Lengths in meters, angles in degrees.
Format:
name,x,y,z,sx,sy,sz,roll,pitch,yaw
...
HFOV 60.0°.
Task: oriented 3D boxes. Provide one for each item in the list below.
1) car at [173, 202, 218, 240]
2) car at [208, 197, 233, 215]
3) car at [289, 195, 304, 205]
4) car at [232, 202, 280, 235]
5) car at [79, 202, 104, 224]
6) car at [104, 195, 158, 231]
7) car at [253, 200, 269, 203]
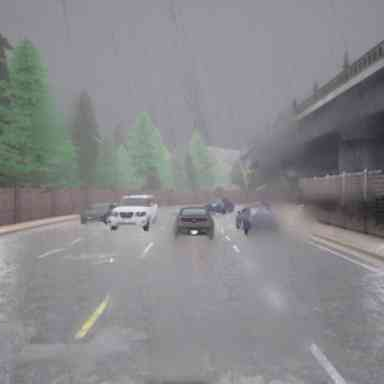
name,x,y,z,sx,sy,sz,roll,pitch,yaw
car,0.106,1.494,16.890,1.837,1.490,4.892,0,0,0
car,2.936,1.331,33.842,2.097,1.767,4.553,0,0,21
car,19.107,1.316,57.821,4.553,1.767,2.097,0,0,-19
car,3.599,1.514,18.587,1.812,1.442,4.674,0,0,0
car,-6.575,1.489,24.503,1.837,1.490,4.892,0,0,6
car,-3.454,1.208,20.698,2.150,2.045,5.566,0,0,2
car,7.032,1.542,34.436,1.994,1.385,4.181,0,0,26
